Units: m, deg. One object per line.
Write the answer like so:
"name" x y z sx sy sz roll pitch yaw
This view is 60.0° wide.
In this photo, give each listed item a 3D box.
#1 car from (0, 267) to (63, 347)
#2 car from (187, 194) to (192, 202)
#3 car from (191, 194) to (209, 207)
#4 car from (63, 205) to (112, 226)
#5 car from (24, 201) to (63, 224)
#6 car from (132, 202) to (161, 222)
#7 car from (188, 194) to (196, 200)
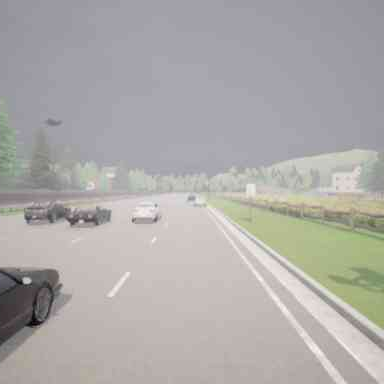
"car" -3.398 1.538 3.953 2.033 1.411 5.357 0 0 0
"car" -0.013 1.218 70.260 1.882 1.535 5.008 0 0 0
"car" 1.216 1.409 50.034 1.812 1.442 4.674 0 0 0
"car" -6.902 1.547 22.931 1.895 1.301 4.718 0 0 0
"car" -10.405 1.434 24.362 2.128 1.511 4.902 0 0 0
"car" -3.418 1.466 25.491 1.812 1.442 4.674 0 0 0
"car" -0.016 1.230 85.260 2.128 1.511 4.902 0 0 0
